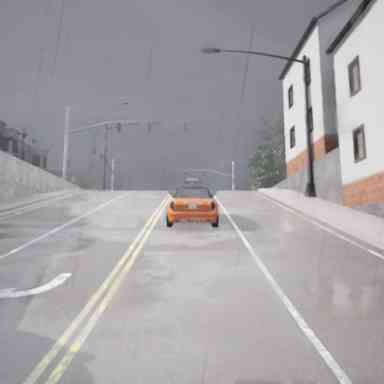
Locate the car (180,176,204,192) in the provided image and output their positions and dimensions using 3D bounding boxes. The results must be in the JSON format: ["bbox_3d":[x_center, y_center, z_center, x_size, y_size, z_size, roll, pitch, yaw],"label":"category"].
[{"bbox_3d":[0.029,-0.749,31.084,2.033,1.411,5.357,0,2,0],"label":"car"}]

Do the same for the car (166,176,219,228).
[{"bbox_3d":[0.015,0.384,14.785,2.097,1.767,4.553,0,5,0],"label":"car"}]
